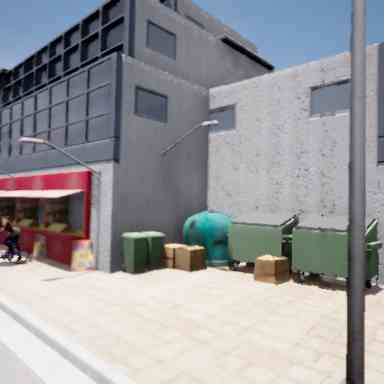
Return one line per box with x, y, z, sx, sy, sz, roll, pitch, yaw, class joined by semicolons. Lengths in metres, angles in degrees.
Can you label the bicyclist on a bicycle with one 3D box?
-5.865;1.485;10.287;0.582;1.620;1.656;0;-3;44;bicyclist on a bicycle
